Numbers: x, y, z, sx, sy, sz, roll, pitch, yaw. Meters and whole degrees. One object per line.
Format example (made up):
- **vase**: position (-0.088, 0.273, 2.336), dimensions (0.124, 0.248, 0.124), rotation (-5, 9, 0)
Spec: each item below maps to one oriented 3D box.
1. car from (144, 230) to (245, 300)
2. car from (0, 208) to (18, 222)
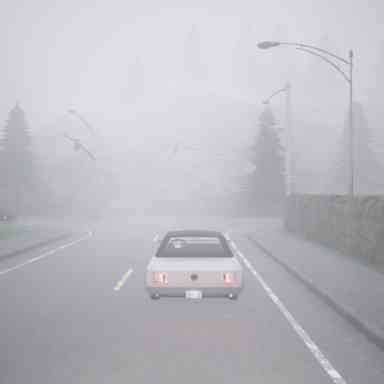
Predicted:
- **car**: position (0.058, 1.601, 8.353), dimensions (1.895, 1.301, 4.718), rotation (0, 0, 0)
- **car**: position (-15.085, 1.507, 23.839), dimensions (4.892, 1.490, 1.837), rotation (-1, 0, 1)
